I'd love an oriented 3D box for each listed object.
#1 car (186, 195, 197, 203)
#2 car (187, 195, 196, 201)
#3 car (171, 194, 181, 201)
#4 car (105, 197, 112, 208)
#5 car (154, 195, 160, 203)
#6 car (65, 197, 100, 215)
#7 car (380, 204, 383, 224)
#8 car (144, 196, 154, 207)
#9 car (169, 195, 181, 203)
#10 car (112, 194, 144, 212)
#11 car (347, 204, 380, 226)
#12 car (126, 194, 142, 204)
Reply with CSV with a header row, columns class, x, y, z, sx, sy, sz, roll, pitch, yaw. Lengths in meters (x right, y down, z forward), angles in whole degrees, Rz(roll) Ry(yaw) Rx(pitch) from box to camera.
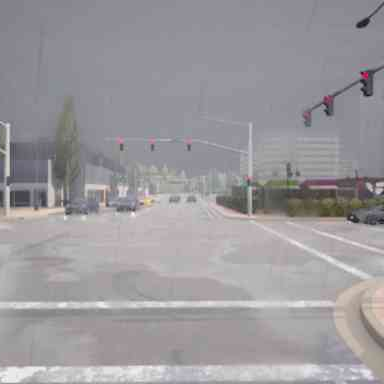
class,x,y,z,sx,sy,sz,roll,pitch,yaw
car,-0.051,1.356,64.960,2.128,1.511,4.902,0,0,0
car,-0.060,1.310,75.265,1.895,1.301,4.718,0,0,0
car,-3.560,1.268,75.230,1.994,1.385,4.181,0,0,0
car,-10.623,1.396,46.098,2.128,1.511,4.902,0,0,0
car,-7.078,1.393,63.403,1.812,1.442,4.674,0,0,1
car,-10.702,1.284,32.653,2.097,1.767,4.553,0,0,2
car,13.687,1.313,18.847,4.553,1.767,2.097,0,0,-2
car,-7.120,1.376,48.268,1.882,1.535,5.008,0,0,0
car,-3.551,1.411,64.957,2.033,1.411,5.357,0,0,0
car,-7.116,1.273,37.494,2.097,1.767,4.553,0,0,0
car,12.714,1.517,22.324,4.181,1.385,1.994,0,0,-1
car,-10.599,1.225,60.633,2.097,1.767,4.553,0,0,0
